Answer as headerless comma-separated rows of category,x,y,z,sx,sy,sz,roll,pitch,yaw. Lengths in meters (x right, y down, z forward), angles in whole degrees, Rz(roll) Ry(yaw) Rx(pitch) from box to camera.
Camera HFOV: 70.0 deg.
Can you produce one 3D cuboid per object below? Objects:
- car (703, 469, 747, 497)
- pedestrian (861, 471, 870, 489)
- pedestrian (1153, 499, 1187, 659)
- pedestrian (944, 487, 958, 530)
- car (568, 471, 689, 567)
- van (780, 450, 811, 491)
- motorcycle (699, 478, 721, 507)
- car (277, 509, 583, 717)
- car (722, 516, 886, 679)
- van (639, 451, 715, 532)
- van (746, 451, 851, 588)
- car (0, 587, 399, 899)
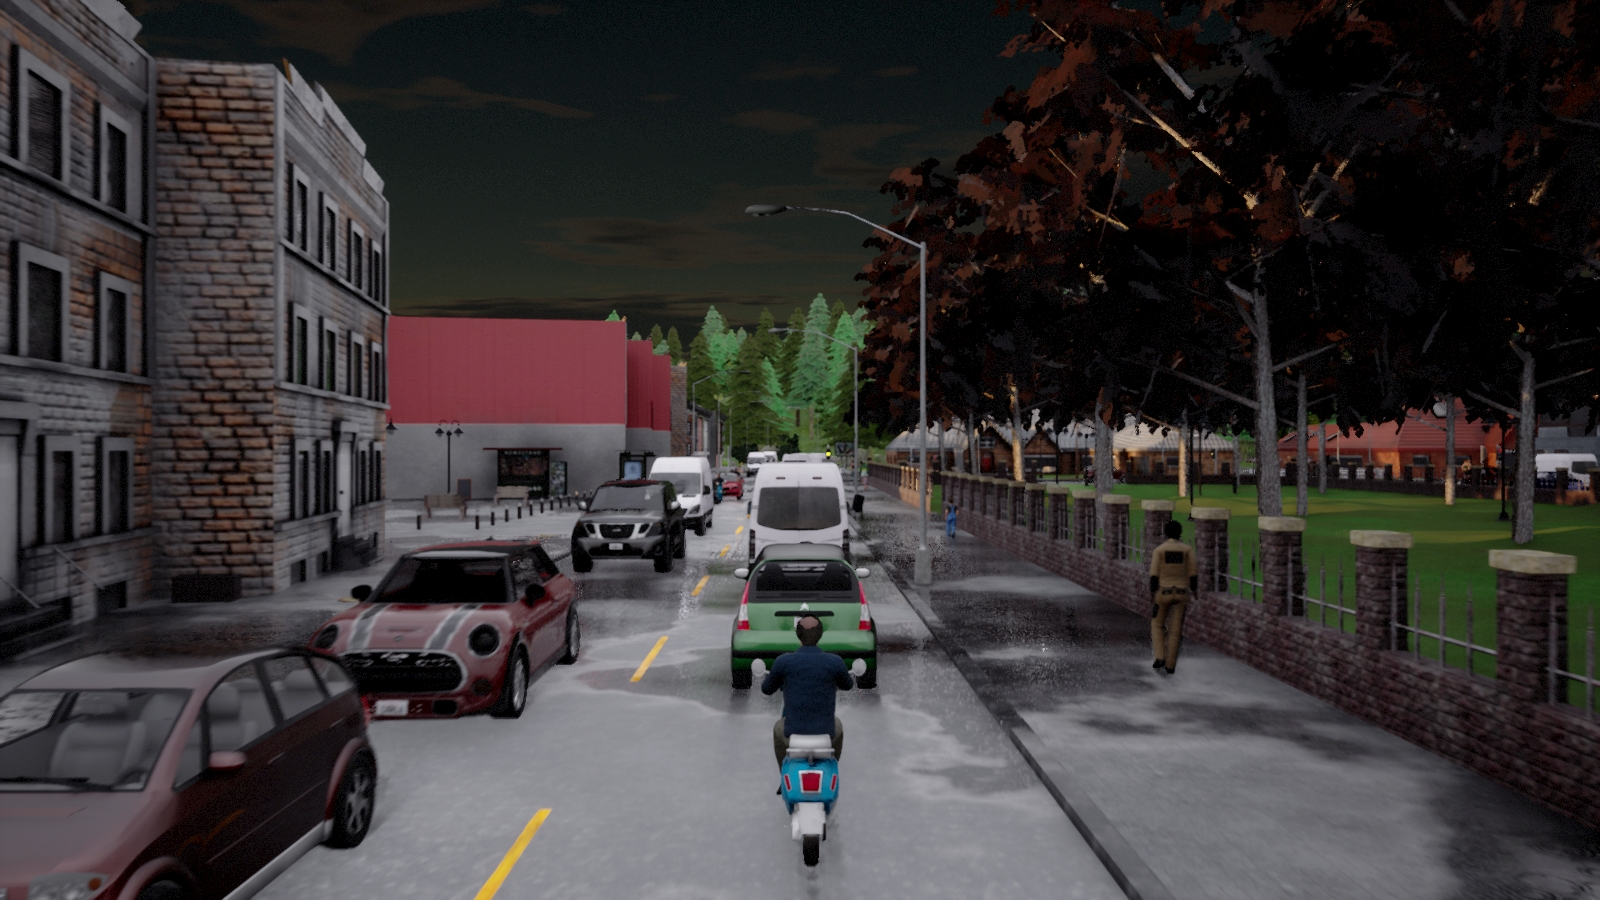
car,-4.250,1.841,65.618,2.231,1.480,4.892,0,0,0
pedestrian,4.205,1.904,72.887,0.500,1.100,0.500,0,0,-6
pedestrian,4.420,1.525,13.672,0.375,1.860,0.375,0,0,16
pedestrian,4.694,1.805,35.465,0.375,1.300,0.375,0,0,0
car,-4.023,1.562,27.822,2.150,2.045,5.566,0,0,0
van,-0.301,1.313,75.283,1.988,2.561,5.915,0,0,0
motorcycle,-4.190,1.984,53.429,0.867,1.251,2.209,0,0,0
car,-3.995,1.686,13.275,2.097,1.767,4.553,0,0,0
car,0.032,1.779,14.901,1.851,1.617,3.988,0,0,0
van,-4.127,1.314,39.159,1.988,2.561,5.915,0,0,0
van,-0.045,1.314,24.437,1.988,2.561,5.915,0,0,0
car,-3.925,1.808,6.805,1.789,1.549,3.705,0,0,0
